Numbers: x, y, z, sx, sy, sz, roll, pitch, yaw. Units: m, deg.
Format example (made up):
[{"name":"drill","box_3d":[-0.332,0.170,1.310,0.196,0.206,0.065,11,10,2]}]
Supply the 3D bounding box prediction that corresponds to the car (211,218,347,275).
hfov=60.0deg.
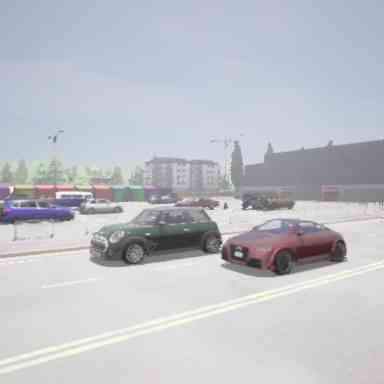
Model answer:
[{"name":"car","box_3d":[2.930,1.533,10.356,4.181,1.385,1.994,0,0,-35]}]

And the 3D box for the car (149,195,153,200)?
[{"name":"car","box_3d":[-5.522,1.288,57.002,3.806,1.475,1.970,0,0,-35]}]

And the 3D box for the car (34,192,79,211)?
[{"name":"car","box_3d":[-18.145,1.111,44.491,4.605,1.855,1.932,0,0,-35]}]

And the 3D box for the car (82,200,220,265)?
[{"name":"car","box_3d":[-1.167,1.330,11.695,4.553,1.767,2.097,0,0,-35]}]

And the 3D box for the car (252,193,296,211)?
[{"name":"car","box_3d":[9.140,1.048,36.245,4.605,1.855,1.932,0,0,-35]}]

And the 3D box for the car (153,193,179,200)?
[{"name":"car","box_3d":[-3.859,1.049,54.633,3.866,1.878,1.905,0,0,-35]}]

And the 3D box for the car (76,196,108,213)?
[{"name":"car","box_3d":[-8.307,1.354,30.754,3.806,1.475,1.970,0,0,-35]}]

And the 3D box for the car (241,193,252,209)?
[{"name":"car","box_3d":[7.511,1.050,38.639,3.866,1.878,1.905,0,0,-35]}]
